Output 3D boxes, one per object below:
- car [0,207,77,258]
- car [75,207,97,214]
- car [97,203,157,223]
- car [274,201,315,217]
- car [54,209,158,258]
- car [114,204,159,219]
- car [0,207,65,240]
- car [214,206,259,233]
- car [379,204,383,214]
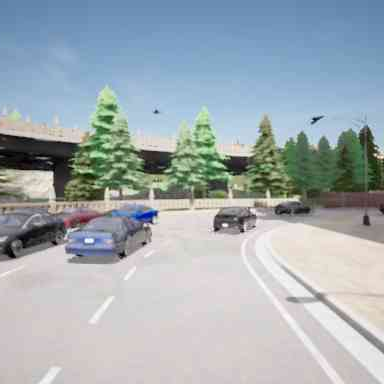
[{"bbox_3d":[-6.799,1.574,13.180,2.128,1.511,4.902,0,0,6],"label":"car"},{"bbox_3d":[-7.977,1.724,23.111,1.994,1.385,4.181,0,0,21],"label":"car"},{"bbox_3d":[-5.401,1.724,28.383,2.033,1.411,5.357,0,0,30],"label":"car"},{"bbox_3d":[10.715,1.722,34.710,4.892,1.490,1.837,0,-1,-33],"label":"car"},{"bbox_3d":[-3.032,1.630,13.209,2.033,1.411,5.357,0,0,6],"label":"car"},{"bbox_3d":[-4.085,1.623,23.307,1.882,1.535,5.008,0,0,21],"label":"car"},{"bbox_3d":[-9.348,1.643,18.784,1.812,1.442,4.674,0,0,12],"label":"car"},{"bbox_3d":[2.849,1.635,20.951,1.837,1.490,4.892,-1,-1,24],"label":"car"},{"bbox_3d":[22.433,1.711,35.348,4.902,1.511,2.128,0,0,-11],"label":"car"}]
